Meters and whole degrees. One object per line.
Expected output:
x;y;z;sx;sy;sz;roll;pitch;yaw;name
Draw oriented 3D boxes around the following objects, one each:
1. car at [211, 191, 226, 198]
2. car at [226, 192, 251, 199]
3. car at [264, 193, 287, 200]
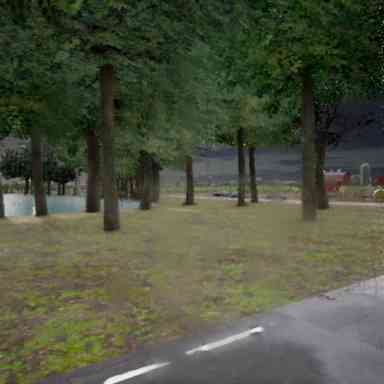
6.338;0.463;74.974;2.128;1.511;4.902;-1;1;-36;car
9.526;0.707;65.852;1.812;1.442;4.674;-1;2;-36;car
15.602;0.795;62.148;1.994;1.385;4.181;-1;1;-36;car
